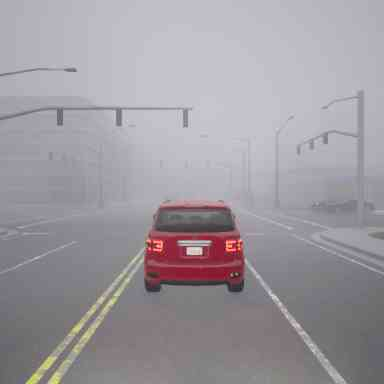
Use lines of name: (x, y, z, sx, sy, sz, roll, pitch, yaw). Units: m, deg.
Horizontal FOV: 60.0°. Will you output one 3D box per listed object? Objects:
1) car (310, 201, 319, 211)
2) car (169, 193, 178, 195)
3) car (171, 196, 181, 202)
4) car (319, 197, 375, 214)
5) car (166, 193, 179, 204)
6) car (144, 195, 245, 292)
car: (16.103, 1.352, 38.586, 4.553, 1.767, 2.097, 0, 0, 0)
car: (-3.667, 1.352, 54.633, 2.097, 1.767, 4.553, 0, 0, 0)
car: (-3.605, 1.552, 74.093, 1.994, 1.385, 4.181, 0, 0, 0)
car: (16.562, 1.478, 35.079, 5.008, 1.535, 1.882, 0, 0, 0)
car: (-3.641, 1.221, 64.226, 2.150, 2.045, 5.566, 0, 0, 0)
car: (0.060, 1.221, 9.047, 2.150, 2.045, 5.566, 0, 0, 0)
